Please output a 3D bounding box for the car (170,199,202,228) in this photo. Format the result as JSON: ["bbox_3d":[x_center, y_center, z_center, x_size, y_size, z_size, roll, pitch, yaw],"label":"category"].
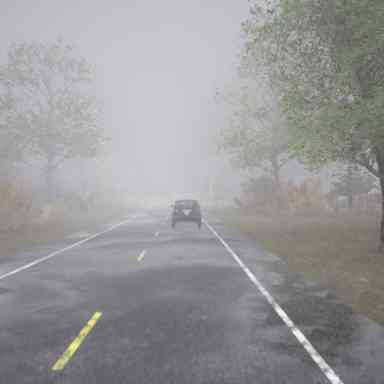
[{"bbox_3d":[-0.439,1.528,25.241,2.150,2.045,5.566,0,0,-2],"label":"car"}]

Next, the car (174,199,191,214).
[{"bbox_3d":[-1.326,1.884,44.683,2.097,1.767,4.553,0,-1,-3],"label":"car"}]
